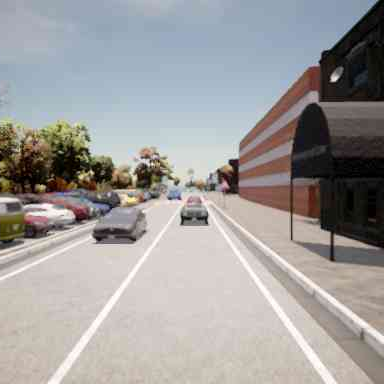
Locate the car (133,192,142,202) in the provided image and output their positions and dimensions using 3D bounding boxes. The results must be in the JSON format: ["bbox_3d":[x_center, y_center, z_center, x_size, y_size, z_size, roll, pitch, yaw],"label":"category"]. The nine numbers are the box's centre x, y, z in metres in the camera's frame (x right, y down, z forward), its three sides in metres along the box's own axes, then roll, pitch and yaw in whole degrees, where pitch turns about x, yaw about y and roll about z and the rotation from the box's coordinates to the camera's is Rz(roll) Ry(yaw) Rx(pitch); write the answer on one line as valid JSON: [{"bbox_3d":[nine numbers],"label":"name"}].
[{"bbox_3d":[-9.015,1.069,39.266,5.366,1.575,1.946,0,1,0],"label":"car"}]

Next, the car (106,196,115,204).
[{"bbox_3d":[-9.245,1.295,27.966,4.674,1.452,2.002,0,1,0],"label":"car"}]

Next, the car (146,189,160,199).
[{"bbox_3d":[-9.112,0.705,61.869,5.008,1.535,2.097,0,1,0],"label":"car"}]

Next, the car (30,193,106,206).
[{"bbox_3d":[-9.284,1.175,25.138,4.553,1.767,2.185,0,1,0],"label":"car"}]

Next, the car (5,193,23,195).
[{"bbox_3d":[-21.785,1.119,36.297,5.008,1.535,2.097,0,1,0],"label":"car"}]

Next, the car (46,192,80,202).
[{"bbox_3d":[-21.703,0.800,56.184,4.892,1.521,2.231,0,1,0],"label":"car"}]

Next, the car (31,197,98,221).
[{"bbox_3d":[-9.258,1.346,22.314,5.008,1.535,2.097,0,1,0],"label":"car"}]

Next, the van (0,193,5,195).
[{"bbox_3d":[-21.906,0.937,33.597,4.442,1.987,1.878,0,1,0],"label":"van"}]

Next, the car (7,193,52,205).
[{"bbox_3d":[-21.753,0.983,44.766,5.008,1.535,2.097,0,1,0],"label":"car"}]

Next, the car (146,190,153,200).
[{"bbox_3d":[-9.151,0.885,53.394,4.674,1.452,2.002,0,1,0],"label":"car"}]

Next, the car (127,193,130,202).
[{"bbox_3d":[-9.407,1.160,33.616,5.366,1.575,1.946,0,1,0],"label":"car"}]

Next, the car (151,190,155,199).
[{"bbox_3d":[-9.135,0.839,56.219,4.674,1.452,2.002,0,1,0],"label":"car"}]

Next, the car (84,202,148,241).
[{"bbox_3d":[-3.316,1.464,16.400,2.033,1.411,5.357,0,1,0],"label":"car"}]

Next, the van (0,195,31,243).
[{"bbox_3d":[-9.412,1.226,13.697,4.442,1.987,1.878,0,0,0],"label":"van"}]

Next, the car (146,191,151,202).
[{"bbox_3d":[-9.130,0.920,50.568,4.792,1.488,2.163,0,1,0],"label":"car"}]

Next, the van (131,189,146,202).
[{"bbox_3d":[-9.286,0.710,47.739,4.442,1.987,1.878,0,1,0],"label":"van"}]

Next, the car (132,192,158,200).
[{"bbox_3d":[-9.104,0.696,64.696,4.674,1.452,2.002,0,1,0],"label":"car"}]

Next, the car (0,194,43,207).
[{"bbox_3d":[-21.754,1.028,41.943,5.008,1.535,2.097,0,1,0],"label":"car"}]

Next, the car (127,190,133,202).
[{"bbox_3d":[-9.242,0.992,36.439,4.553,1.767,2.185,0,1,0],"label":"car"}]

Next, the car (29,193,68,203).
[{"bbox_3d":[-21.723,0.890,50.538,5.008,1.535,2.097,0,1,0],"label":"car"}]

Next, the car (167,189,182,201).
[{"bbox_3d":[-2.956,0.578,57.006,2.150,2.045,5.566,0,1,1],"label":"car"}]

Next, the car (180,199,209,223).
[{"bbox_3d":[0.166,1.441,23.746,1.895,1.301,4.718,0,1,0],"label":"car"}]

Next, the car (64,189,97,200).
[{"bbox_3d":[-21.653,0.407,64.526,5.566,2.045,2.435,0,1,0],"label":"car"}]

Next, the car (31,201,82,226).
[{"bbox_3d":[-9.271,1.431,19.490,4.674,1.452,2.002,0,1,0],"label":"car"}]

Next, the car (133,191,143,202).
[{"bbox_3d":[-9.376,1.024,42.093,5.366,1.575,1.946,0,1,0],"label":"car"}]

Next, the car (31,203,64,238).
[{"bbox_3d":[-9.287,1.472,16.656,4.674,1.452,2.002,0,1,0],"label":"car"}]

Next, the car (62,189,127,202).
[{"bbox_3d":[-9.260,0.958,30.786,5.566,2.045,2.435,0,1,0],"label":"car"}]

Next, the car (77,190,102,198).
[{"bbox_3d":[-21.596,0.424,70.307,4.553,1.767,2.185,0,0,0],"label":"car"}]

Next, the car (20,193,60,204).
[{"bbox_3d":[-21.767,0.965,47.714,4.792,1.488,2.163,0,1,0],"label":"car"}]

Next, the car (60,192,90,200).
[{"bbox_3d":[-21.697,0.706,61.830,4.892,1.521,2.231,0,1,0],"label":"car"}]

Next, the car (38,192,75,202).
[{"bbox_3d":[-21.712,0.844,53.361,5.008,1.535,2.097,0,1,0],"label":"car"}]

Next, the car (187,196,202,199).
[{"bbox_3d":[0.294,1.149,41.643,1.994,1.385,4.181,0,1,0],"label":"car"}]

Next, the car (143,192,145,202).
[{"bbox_3d":[-9.177,1.021,44.918,4.674,1.452,2.002,0,1,0],"label":"car"}]
